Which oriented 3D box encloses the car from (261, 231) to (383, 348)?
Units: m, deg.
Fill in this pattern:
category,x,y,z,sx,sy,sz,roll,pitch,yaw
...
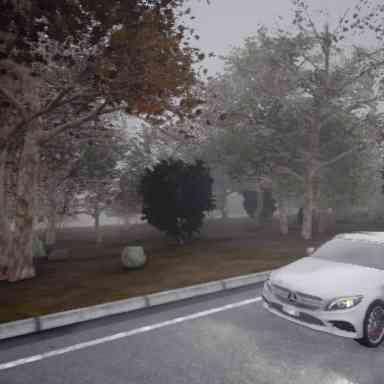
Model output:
category,x,y,z,sx,sy,sz,roll,pitch,yaw
car,3.405,1.535,6.420,4.674,1.442,1.812,0,0,-35
